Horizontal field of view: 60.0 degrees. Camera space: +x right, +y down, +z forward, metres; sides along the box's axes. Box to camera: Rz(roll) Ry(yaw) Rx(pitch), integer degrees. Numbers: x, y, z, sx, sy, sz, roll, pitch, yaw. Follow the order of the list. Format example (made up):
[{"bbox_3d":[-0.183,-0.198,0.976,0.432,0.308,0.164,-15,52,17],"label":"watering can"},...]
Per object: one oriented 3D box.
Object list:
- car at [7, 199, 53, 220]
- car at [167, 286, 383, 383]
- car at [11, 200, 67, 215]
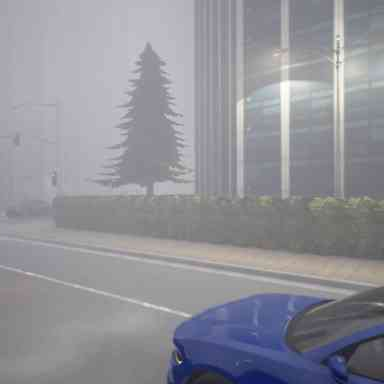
[{"bbox_3d":[-13.817,1.431,29.632,2.097,1.767,4.553,0,0,36],"label":"car"},{"bbox_3d":[2.051,1.477,2.530,5.008,1.535,1.882,0,0,36],"label":"car"},{"bbox_3d":[-17.084,1.646,37.372,2.033,1.411,5.357,0,0,36],"label":"car"}]
